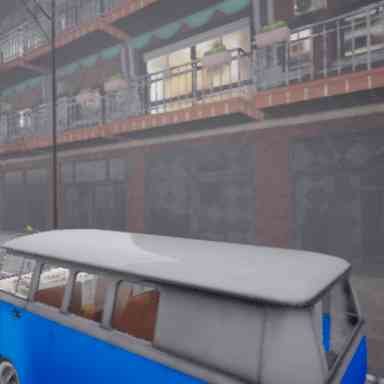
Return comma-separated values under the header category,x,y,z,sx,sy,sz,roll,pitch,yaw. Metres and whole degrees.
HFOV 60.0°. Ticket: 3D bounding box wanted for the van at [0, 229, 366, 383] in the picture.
category,x,y,z,sx,sy,sz,roll,pitch,yaw
van,-0.479,1.342,3.237,3.998,1.788,1.690,0,-1,36
